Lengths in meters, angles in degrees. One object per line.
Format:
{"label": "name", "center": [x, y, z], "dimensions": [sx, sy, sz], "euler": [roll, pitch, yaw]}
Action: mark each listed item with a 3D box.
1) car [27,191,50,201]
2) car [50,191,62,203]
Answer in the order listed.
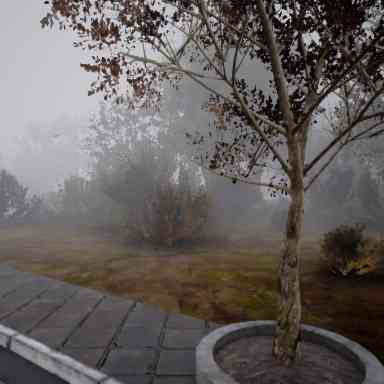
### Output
{"label": "car", "center": [-18.335, 0.941, 41.832], "dimensions": [2.150, 2.045, 5.566], "euler": [1, 0, 32]}
{"label": "car", "center": [-14.537, 1.101, 40.923], "dimensions": [2.097, 1.767, 4.553], "euler": [1, 0, 32]}
